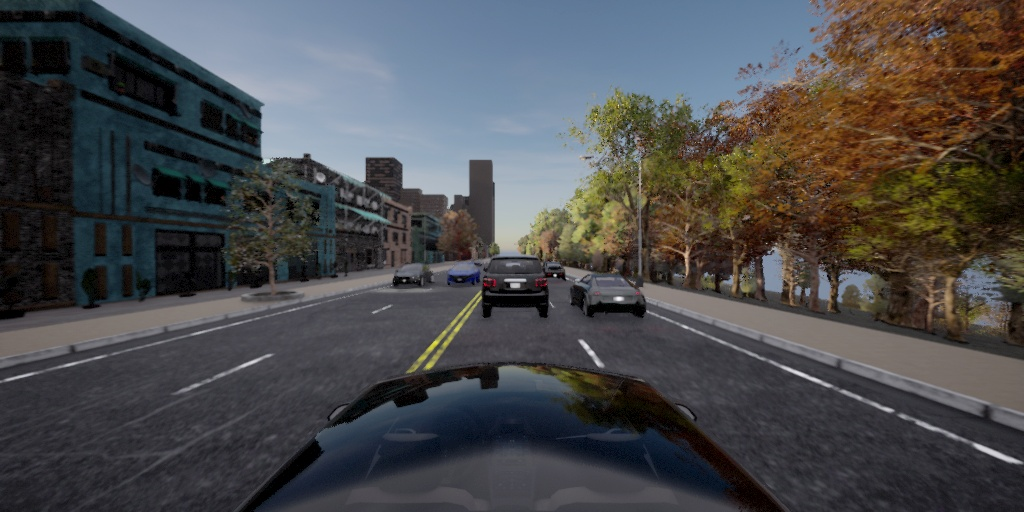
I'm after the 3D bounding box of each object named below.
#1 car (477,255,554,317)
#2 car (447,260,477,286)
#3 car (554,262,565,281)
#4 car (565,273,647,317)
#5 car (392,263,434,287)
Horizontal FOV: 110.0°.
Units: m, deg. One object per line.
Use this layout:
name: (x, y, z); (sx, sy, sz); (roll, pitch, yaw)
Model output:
car: (0.101, 0.972, 13.374); (2.150, 2.045, 5.566); (0, 0, 0)
car: (-3.347, 1.228, 25.409); (1.882, 1.535, 5.008); (0, 0, 0)
car: (3.352, 1.255, 30.303); (1.837, 1.490, 4.892); (0, 0, 0)
car: (3.350, 1.314, 13.232); (1.994, 1.385, 4.181); (0, 0, 0)
car: (-6.596, 1.256, 24.360); (1.837, 1.490, 4.892); (0, 0, 0)
